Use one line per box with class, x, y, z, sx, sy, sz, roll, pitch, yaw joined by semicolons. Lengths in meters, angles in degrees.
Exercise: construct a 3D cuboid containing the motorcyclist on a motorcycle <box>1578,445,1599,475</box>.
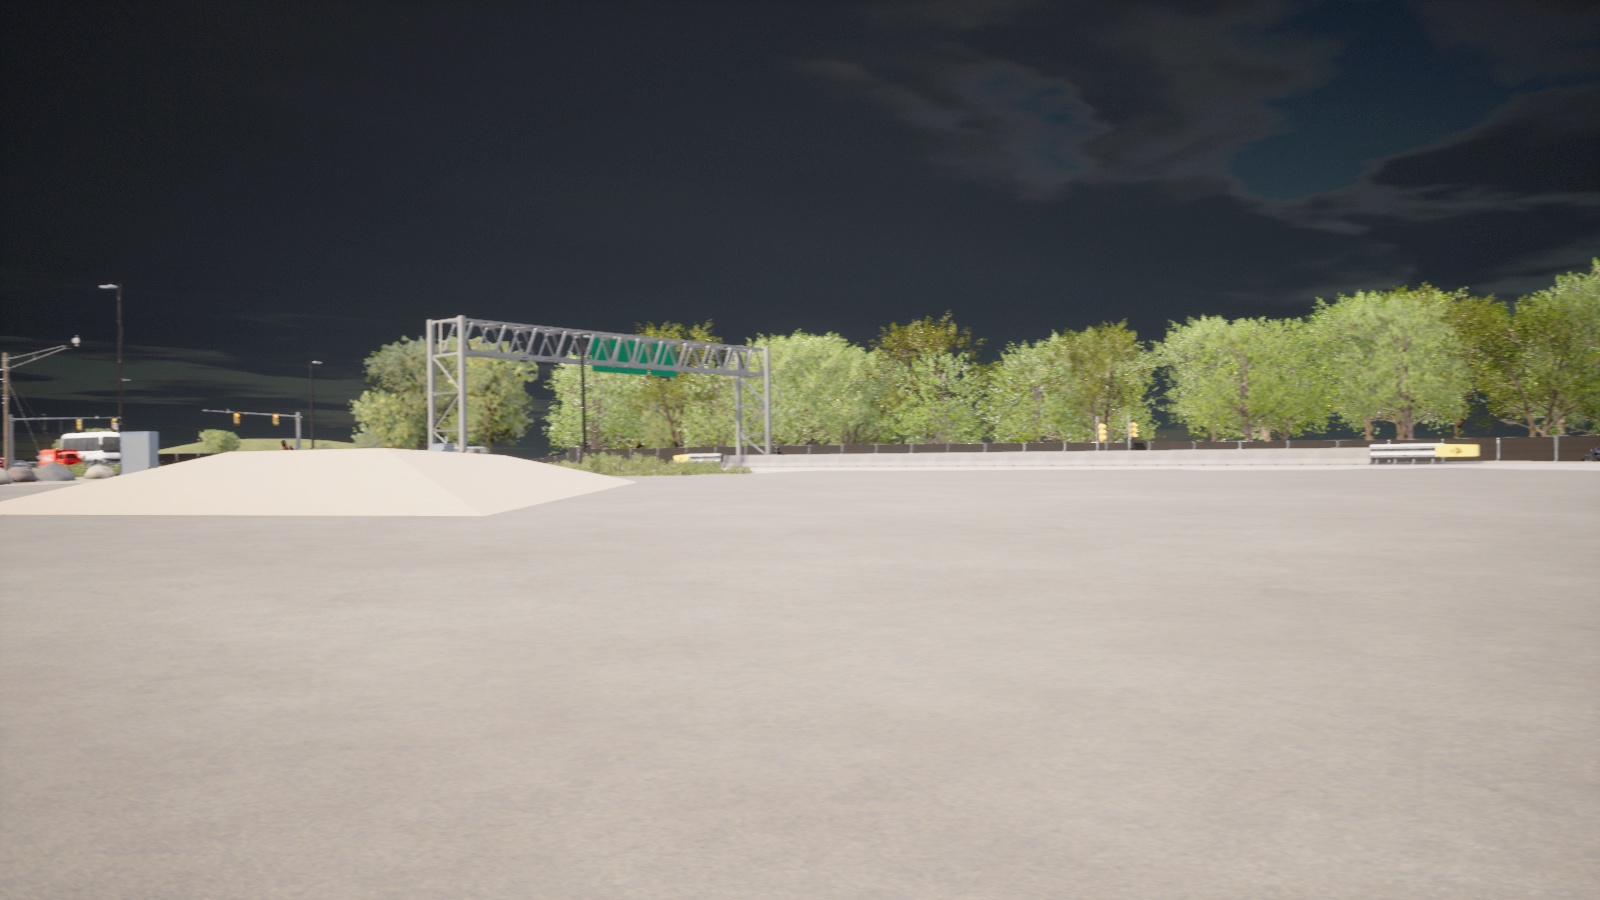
motorcyclist on a motorcycle;44.989;0.538;70.238;2.350;1.649;0.766;-2;-1;43
